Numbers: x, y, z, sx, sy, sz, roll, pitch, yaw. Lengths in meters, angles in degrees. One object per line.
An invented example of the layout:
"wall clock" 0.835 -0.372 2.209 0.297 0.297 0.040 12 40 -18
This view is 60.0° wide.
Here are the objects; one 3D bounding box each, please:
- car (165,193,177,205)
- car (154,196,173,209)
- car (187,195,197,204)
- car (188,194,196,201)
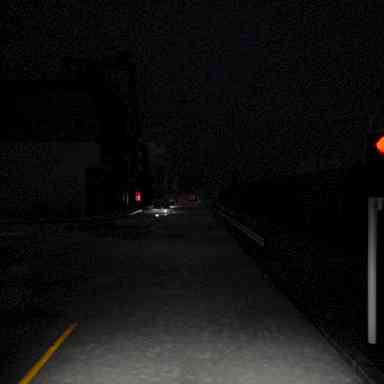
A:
"car" -4.042 1.351 55.416 2.097 1.767 4.553 0 0 0
"car" -4.058 1.563 45.686 1.994 1.385 4.181 0 0 0
"car" 0.051 1.490 66.268 2.128 1.511 4.902 0 0 0
"car" 0.057 1.309 76.688 1.882 1.535 5.008 0 0 0
